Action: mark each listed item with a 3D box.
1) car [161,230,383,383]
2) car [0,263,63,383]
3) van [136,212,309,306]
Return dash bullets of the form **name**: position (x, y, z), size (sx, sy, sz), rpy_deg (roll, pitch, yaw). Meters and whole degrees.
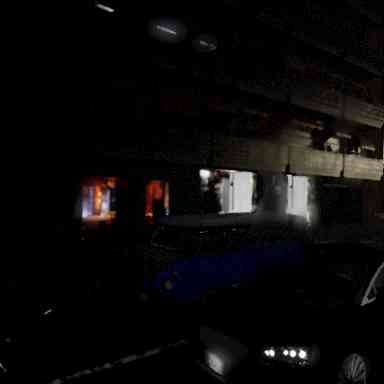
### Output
- **car**: position (2.236, 1.505, 4.872), size (4.902, 1.511, 2.128), rpy_deg (0, 0, -36)
- **car**: position (-3.777, 1.575, 3.837), size (4.313, 1.339, 1.947), rpy_deg (0, 1, -36)
- **van**: position (0.848, 1.361, 7.164), size (3.998, 1.788, 1.690), rpy_deg (0, 1, -36)
